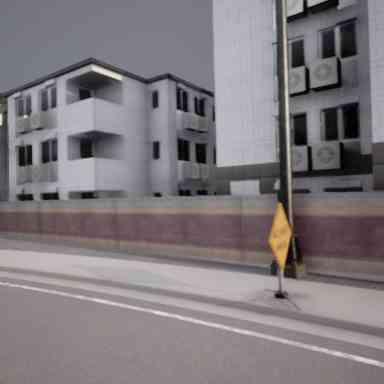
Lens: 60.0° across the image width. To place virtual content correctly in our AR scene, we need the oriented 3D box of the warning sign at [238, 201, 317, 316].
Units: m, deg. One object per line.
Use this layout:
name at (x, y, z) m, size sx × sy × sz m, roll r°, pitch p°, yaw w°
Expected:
warning sign at (1.672, 1.135, 6.368) m, size 1.060 × 1.860 × 1.300 m, roll -2°, pitch 0°, yaw 32°
